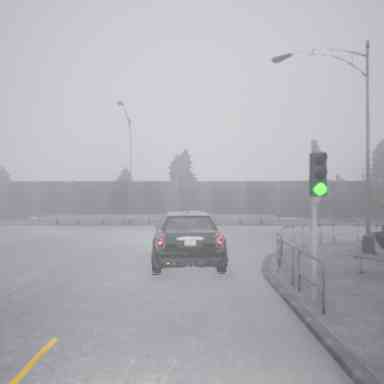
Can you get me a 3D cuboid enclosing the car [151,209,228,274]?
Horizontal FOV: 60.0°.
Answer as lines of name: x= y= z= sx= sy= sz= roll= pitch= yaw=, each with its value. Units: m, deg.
car: x=-0.221 y=1.385 z=10.915 sx=2.097 sy=1.767 sz=4.553 roll=0 pitch=0 yaw=-5
